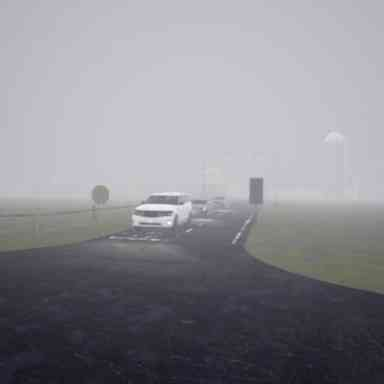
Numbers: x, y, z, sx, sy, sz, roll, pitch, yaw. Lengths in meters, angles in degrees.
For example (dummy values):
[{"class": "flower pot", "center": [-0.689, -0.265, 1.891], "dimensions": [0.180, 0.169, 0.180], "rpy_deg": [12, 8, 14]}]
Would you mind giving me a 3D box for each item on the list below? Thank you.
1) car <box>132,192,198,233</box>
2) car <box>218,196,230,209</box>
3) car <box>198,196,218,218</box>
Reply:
[{"class": "car", "center": [-1.433, 1.035, 18.760], "dimensions": [2.150, 2.045, 5.566], "rpy_deg": [1, 0, 12]}, {"class": "car", "center": [3.427, 1.237, 39.752], "dimensions": [1.837, 1.490, 4.892], "rpy_deg": [1, 0, 13]}, {"class": "car", "center": [0.710, 1.300, 28.080], "dimensions": [1.812, 1.442, 4.674], "rpy_deg": [1, 1, 13]}]
